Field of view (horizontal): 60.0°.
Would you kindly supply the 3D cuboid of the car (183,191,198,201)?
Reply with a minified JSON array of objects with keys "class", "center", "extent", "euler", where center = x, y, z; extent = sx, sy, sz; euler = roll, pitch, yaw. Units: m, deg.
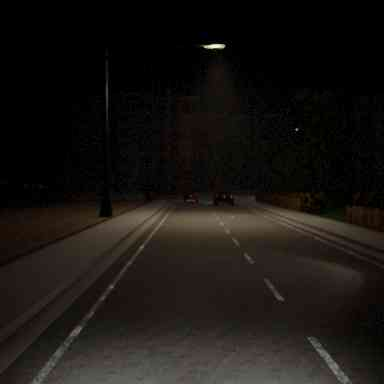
[{"class":"car","center":[-0.250,0.562,47.069],"extent":[1.994,1.385,4.181],"euler":[0,0,-3]}]

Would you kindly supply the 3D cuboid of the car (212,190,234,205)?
[{"class":"car","center":[3.492,0.515,38.116],"extent":[2.097,1.767,4.553],"euler":[0,1,0]}]
